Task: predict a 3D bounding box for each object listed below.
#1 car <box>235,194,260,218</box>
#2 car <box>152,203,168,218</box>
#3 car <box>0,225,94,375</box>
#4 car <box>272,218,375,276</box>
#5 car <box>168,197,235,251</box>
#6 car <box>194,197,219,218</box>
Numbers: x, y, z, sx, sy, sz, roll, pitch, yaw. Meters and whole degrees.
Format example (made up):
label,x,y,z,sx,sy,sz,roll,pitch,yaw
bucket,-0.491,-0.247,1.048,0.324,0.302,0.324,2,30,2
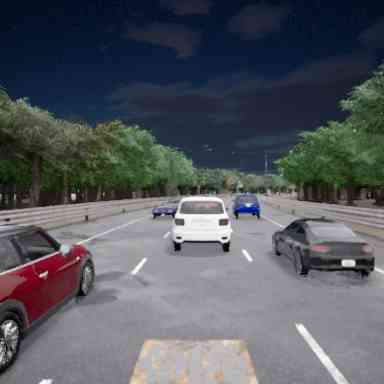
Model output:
label,x,y,z,sx,sy,sz,roll,pitch,yaw
car,4.866,1.237,30.214,2.150,2.045,5.566,0,0,4
car,-2.202,1.610,29.597,1.895,1.301,4.718,0,0,4
car,-3.303,1.352,5.746,2.097,1.767,4.553,0,0,1
car,3.787,1.533,10.233,1.812,1.442,4.674,0,0,1
car,0.417,1.228,14.312,2.150,2.045,5.566,0,0,2
car,1.419,1.364,30.856,2.097,1.767,4.553,0,0,4
